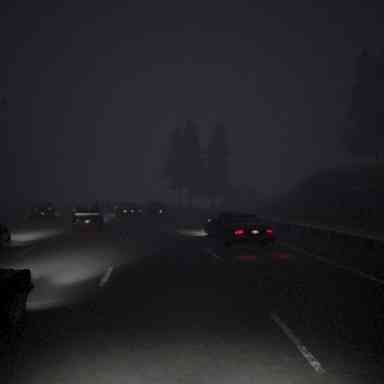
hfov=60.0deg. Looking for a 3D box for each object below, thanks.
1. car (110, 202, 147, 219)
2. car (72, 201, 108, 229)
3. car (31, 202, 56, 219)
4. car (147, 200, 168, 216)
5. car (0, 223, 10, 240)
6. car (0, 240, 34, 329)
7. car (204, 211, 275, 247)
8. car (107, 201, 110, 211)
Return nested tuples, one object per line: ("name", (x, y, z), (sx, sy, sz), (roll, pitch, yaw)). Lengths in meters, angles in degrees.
("car", (-5.817, 1.651, 30.035), (2.033, 1.411, 5.357), (0, 0, -20))
("car", (-6.978, 1.570, 22.402), (2.128, 1.511, 4.902), (0, 0, -16))
("car", (-13.370, 1.597, 29.899), (2.128, 1.511, 4.902), (0, 0, -23))
("car", (-3.987, 1.623, 34.558), (1.837, 1.490, 4.892), (0, 0, -23))
("car", (-8.122, 1.534, 11.709), (2.128, 1.511, 4.902), (0, 0, -8))
("car", (-3.720, 1.616, 3.985), (1.895, 1.301, 4.718), (0, 0, -3))
("car", (1.962, 1.599, 15.263), (2.033, 1.411, 5.357), (0, 0, -11))
("car", (-11.497, 1.747, 42.084), (1.895, 1.301, 4.718), (0, 0, -29))
